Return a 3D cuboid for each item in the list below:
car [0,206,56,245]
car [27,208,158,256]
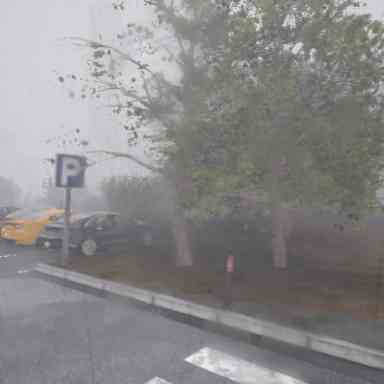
[{"bbox_3d":[-5.619,1.500,14.793,2.097,1.535,5.008,0,0,37],"label":"car"},{"bbox_3d":[-3.425,1.516,13.126,2.231,1.521,4.892,0,0,37],"label":"car"}]
